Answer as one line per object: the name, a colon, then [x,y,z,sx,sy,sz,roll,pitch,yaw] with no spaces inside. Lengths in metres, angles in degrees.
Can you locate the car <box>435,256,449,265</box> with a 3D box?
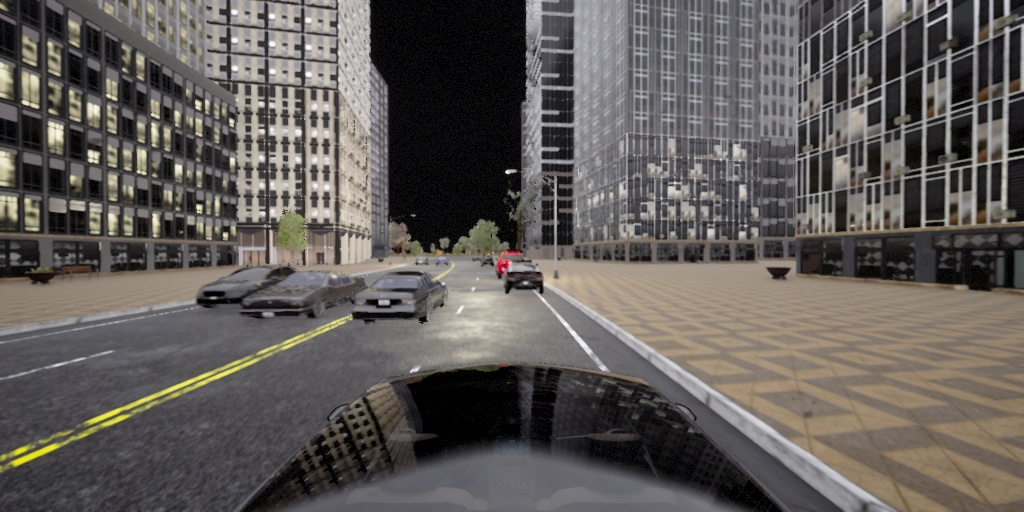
car: [-10.643,0.799,54.799,1.812,1.442,4.674,0,1,-8]

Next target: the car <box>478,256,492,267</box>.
car: [-3.636,0.789,52.698,1.837,1.490,4.892,0,1,-8]

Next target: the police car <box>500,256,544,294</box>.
police car: [0.512,1.011,19.099,1.930,1.638,5.238,0,1,-3]

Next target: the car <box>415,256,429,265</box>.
car: [-14.256,0.749,56.927,2.128,1.511,4.902,0,1,-8]

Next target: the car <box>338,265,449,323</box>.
car: [-3.343,1.207,11.660,2.033,1.411,5.357,0,1,-2]

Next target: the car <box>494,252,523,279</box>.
car: [-0.130,0.718,29.156,2.150,2.045,5.566,0,1,-4]

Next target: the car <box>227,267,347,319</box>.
car: [-6.821,1.201,12.564,2.033,1.411,5.357,0,1,-2]

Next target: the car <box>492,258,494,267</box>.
car: [-0.646,0.943,35.201,1.837,1.490,4.892,0,1,-5]

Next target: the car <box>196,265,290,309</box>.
car: [-10.158,1.144,14.499,1.837,1.490,4.892,0,1,-2]
